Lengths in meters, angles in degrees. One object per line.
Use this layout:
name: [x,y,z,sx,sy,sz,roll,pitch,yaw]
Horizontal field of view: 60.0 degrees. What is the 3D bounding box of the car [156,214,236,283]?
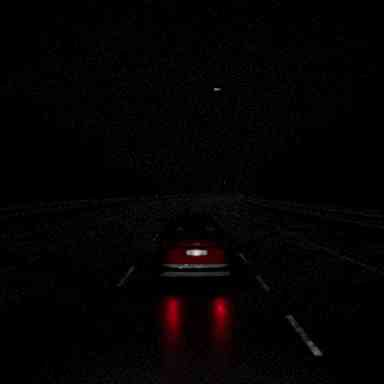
car: [0.058,1.417,9.712,2.033,1.649,4.856,0,0,-1]
